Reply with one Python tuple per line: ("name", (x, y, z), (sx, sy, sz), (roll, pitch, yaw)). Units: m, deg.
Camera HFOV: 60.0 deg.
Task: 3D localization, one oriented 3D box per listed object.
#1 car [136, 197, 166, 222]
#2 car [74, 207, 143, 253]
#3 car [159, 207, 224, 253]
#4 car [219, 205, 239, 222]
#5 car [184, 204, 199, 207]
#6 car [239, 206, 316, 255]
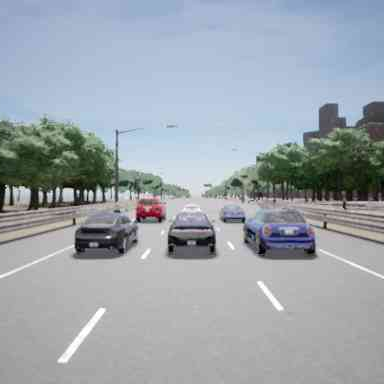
("car", (-3.524, 1.485, 29.016), (2.150, 2.045, 5.566), (0, 0, 0))
("car", (-3.508, 1.644, 14.304), (1.837, 1.490, 4.892), (0, 0, 0))
("car", (-0.007, 1.628, 14.303), (2.128, 1.511, 4.902), (0, 0, 0))
("car", (3.476, 1.816, 28.998), (2.033, 1.411, 5.357), (0, 0, 0))
("car", (-0.019, 1.797, 29.377), (1.812, 1.442, 4.674), (0, 0, 0))
("car", (3.491, 1.484, 14.084), (2.097, 1.767, 4.553), (0, -1, 0))
